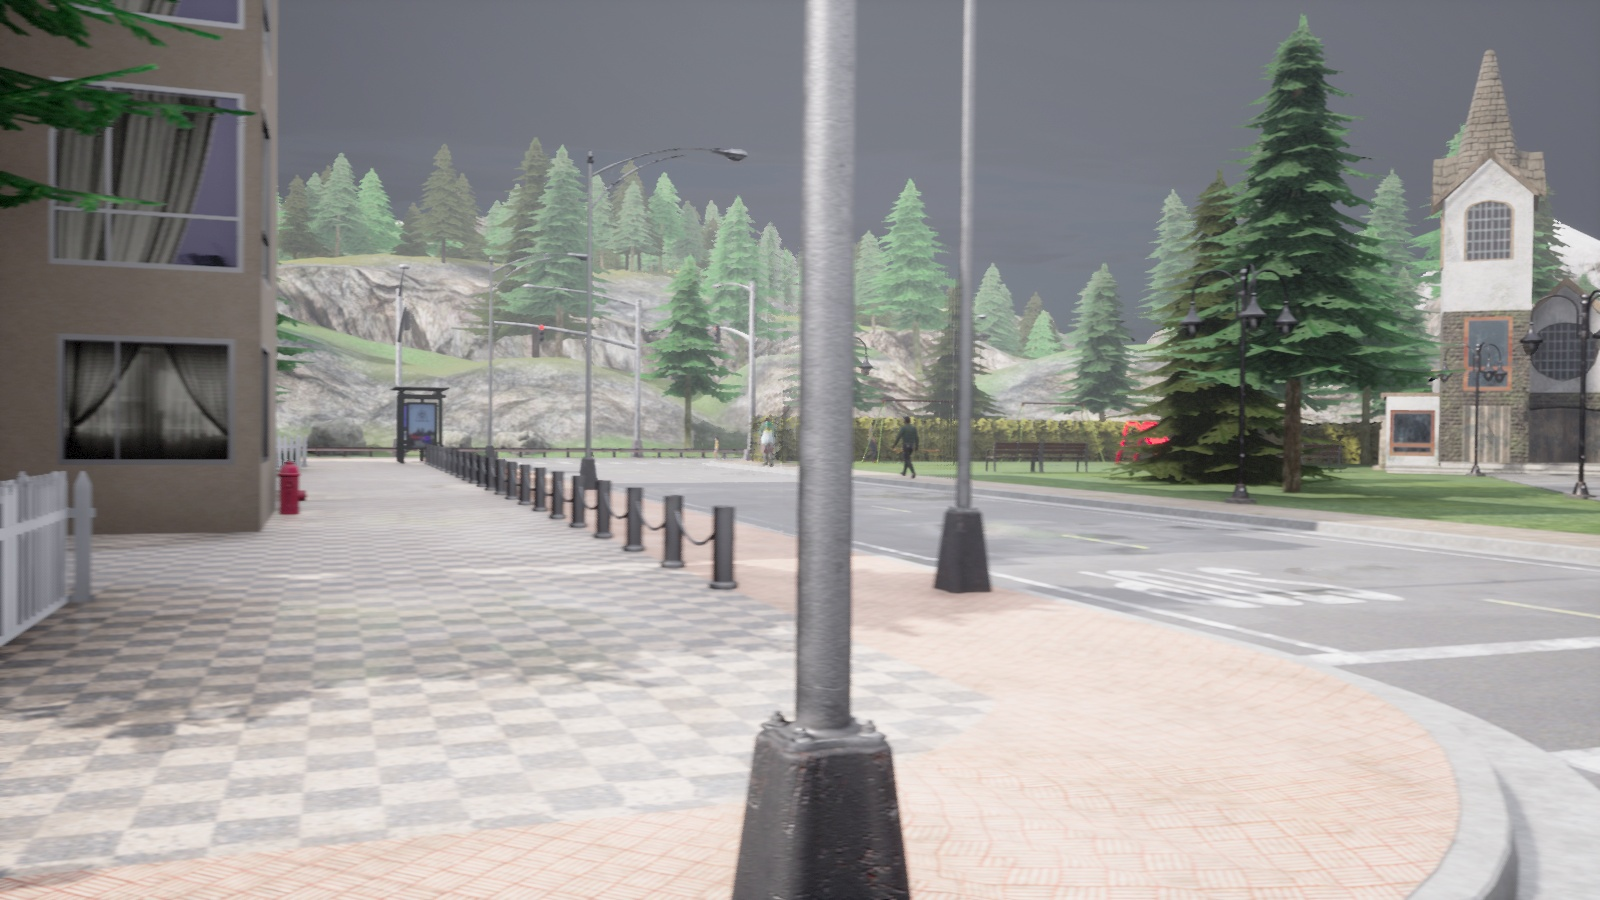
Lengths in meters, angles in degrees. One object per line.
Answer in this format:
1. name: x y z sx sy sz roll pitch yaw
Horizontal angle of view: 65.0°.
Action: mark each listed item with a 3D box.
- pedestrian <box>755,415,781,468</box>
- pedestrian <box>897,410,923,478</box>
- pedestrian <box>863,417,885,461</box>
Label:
1. pedestrian: -1.197 -0.314 47.063 0.659 1.952 0.873 -1 1 -23
2. pedestrian: 3.156 -0.184 36.208 0.423 1.949 0.788 -1 1 -21
3. pedestrian: 3.087 -0.451 52.527 0.869 1.805 0.328 0 1 10
